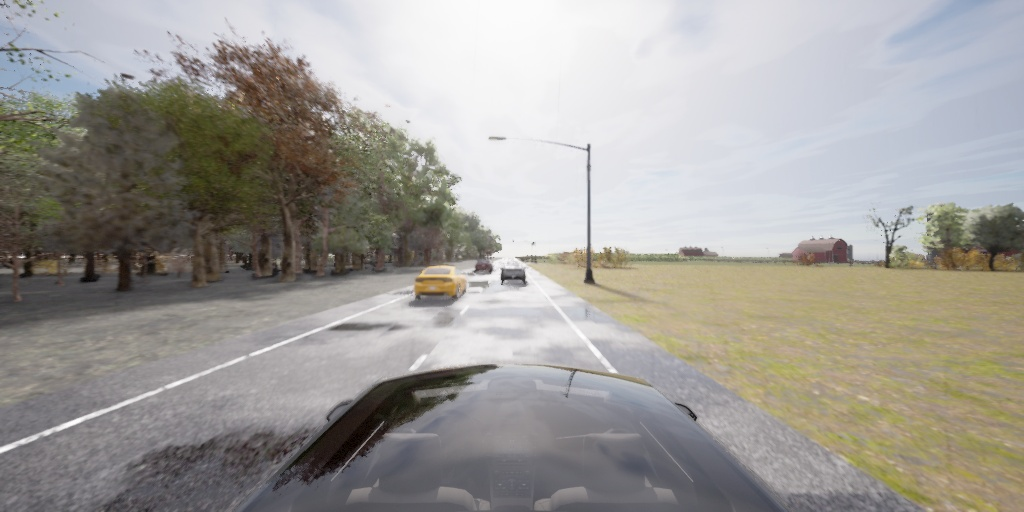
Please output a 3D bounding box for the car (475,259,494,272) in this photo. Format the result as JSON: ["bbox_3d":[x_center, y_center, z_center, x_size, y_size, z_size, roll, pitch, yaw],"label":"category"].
[{"bbox_3d":[-3.405,1.105,44.871,2.097,1.767,4.553,0,0,0],"label":"car"}]

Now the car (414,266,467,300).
[{"bbox_3d":[-3.401,1.231,17.803,1.882,1.535,5.008,0,0,0],"label":"car"}]

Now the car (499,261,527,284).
[{"bbox_3d":[0.098,1.245,27.102,2.128,1.511,4.902,0,0,0],"label":"car"}]
